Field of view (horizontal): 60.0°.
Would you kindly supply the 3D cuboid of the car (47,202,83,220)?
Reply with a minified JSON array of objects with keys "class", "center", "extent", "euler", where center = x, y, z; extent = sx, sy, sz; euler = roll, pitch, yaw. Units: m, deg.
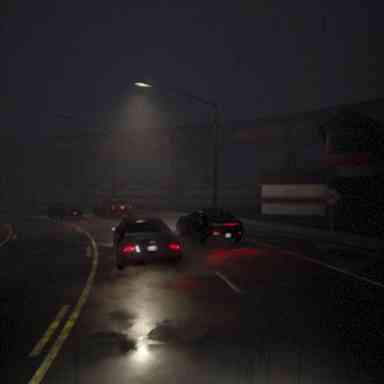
[{"class":"car","center":[-11.152,1.575,29.131],"extent":[1.812,1.442,4.674],"euler":[0,0,-41]}]

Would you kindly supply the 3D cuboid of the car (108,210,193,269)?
[{"class":"car","center":[-1.693,1.558,11.343],"extent":[2.033,1.411,5.357],"euler":[0,0,-15]}]

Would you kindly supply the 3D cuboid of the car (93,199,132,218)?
[{"class":"car","center":[-7.182,1.388,29.786],"extent":[2.097,1.767,4.553],"euler":[0,0,-38]}]

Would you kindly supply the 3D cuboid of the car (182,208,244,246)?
[{"class":"car","center":[0.683,1.496,15.451],"extent":[2.128,1.511,4.902],"euler":[0,0,-18]}]
